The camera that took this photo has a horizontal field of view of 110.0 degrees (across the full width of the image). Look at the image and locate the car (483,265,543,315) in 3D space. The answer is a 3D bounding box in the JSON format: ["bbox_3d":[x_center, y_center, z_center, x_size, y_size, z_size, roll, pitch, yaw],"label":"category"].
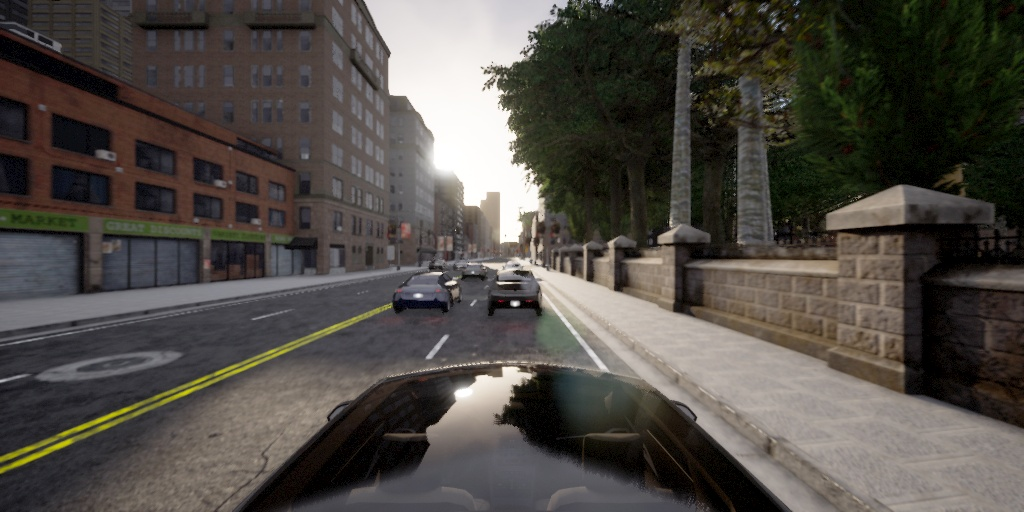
[{"bbox_3d":[0.098,1.242,13.544,1.837,1.490,4.892,0,0,0],"label":"car"}]

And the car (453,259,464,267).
[{"bbox_3d":[-6.542,1.201,47.014,2.128,1.511,4.902,0,0,1],"label":"car"}]

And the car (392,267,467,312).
[{"bbox_3d":[-3.154,1.303,14.063,1.994,1.385,4.181,0,0,0],"label":"car"}]

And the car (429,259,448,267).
[{"bbox_3d":[-9.783,1.216,47.807,1.837,1.490,4.892,0,-1,0],"label":"car"}]

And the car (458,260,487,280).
[{"bbox_3d":[-3.156,1.287,30.925,1.994,1.385,4.181,0,0,0],"label":"car"}]

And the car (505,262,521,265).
[{"bbox_3d":[0.093,1.249,31.331,1.812,1.442,4.674,0,0,0],"label":"car"}]
